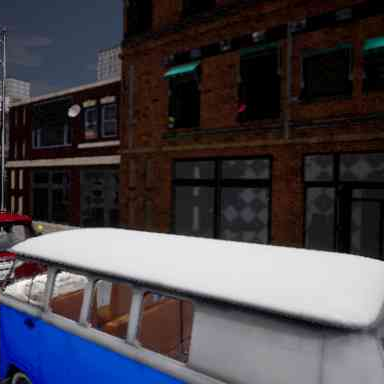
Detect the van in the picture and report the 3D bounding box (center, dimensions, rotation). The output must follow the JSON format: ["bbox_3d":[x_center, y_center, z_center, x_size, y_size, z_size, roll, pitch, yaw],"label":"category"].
[{"bbox_3d":[-0.246,1.327,3.029,3.998,1.788,1.690,1,1,36],"label":"van"}]

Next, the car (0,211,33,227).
[{"bbox_3d":[-4.647,1.258,6.169,5.009,1.841,2.192,1,1,36],"label":"car"}]
